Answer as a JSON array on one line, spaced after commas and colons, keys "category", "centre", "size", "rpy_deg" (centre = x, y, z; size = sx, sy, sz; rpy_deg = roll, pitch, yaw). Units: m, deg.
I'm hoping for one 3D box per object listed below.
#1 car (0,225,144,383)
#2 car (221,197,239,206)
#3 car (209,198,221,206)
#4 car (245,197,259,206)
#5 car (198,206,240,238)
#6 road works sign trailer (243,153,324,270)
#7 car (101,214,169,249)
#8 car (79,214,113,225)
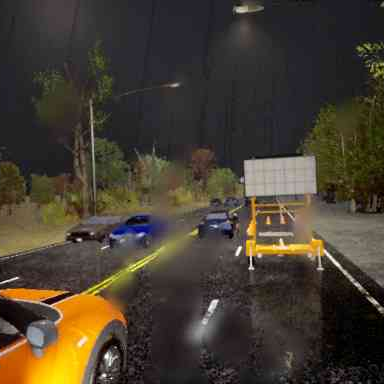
[{"category": "car", "centre": [-2.155, 1.357, 2.256], "size": [2.097, 1.767, 4.553], "rpy_deg": [0, 0, 12]}, {"category": "car", "centre": [6.735, 1.598, 57.037], "size": [2.097, 1.767, 4.553], "rpy_deg": [-3, 0, 13]}, {"category": "car", "centre": [4.415, 1.881, 61.273], "size": [1.837, 1.490, 4.892], "rpy_deg": [-3, -1, 14]}, {"category": "car", "centre": [10.367, 1.312, 57.532], "size": [2.150, 2.045, 5.566], "rpy_deg": [-3, 0, 13]}, {"category": "car", "centre": [1.612, 1.765, 19.214], "size": [1.994, 1.385, 4.181], "rpy_deg": [-3, 0, 12]}, {"category": "road works sign trailer", "centre": [3.024, 0.538, 11.340], "size": [2.380, 3.560, 2.880], "rpy_deg": [-3, 0, 13]}, {"category": "car", "centre": [-2.498, 1.885, 16.758], "size": [1.812, 1.442, 4.674], "rpy_deg": [-3, 0, 13]}, {"category": "car", "centre": [-5.195, 2.047, 19.567], "size": [2.033, 1.411, 5.357], "rpy_deg": [-3, 0, 13]}]
